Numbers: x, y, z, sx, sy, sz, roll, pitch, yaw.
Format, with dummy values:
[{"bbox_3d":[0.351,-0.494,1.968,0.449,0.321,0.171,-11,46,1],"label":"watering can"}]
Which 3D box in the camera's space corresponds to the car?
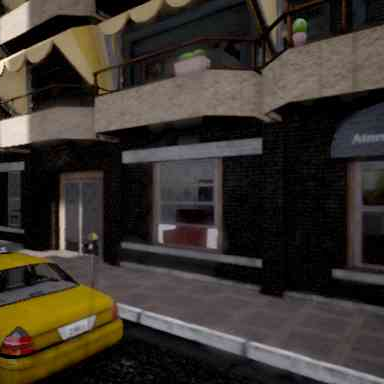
[{"bbox_3d":[-3.191,1.517,5.150,4.829,1.417,1.752,0,0,35],"label":"car"}]
